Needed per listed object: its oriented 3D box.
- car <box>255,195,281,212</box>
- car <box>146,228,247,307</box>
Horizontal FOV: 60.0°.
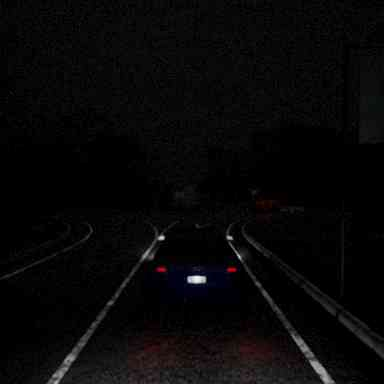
[{"bbox_3d":[8.353,1.151,36.427,2.097,1.767,4.553,1,1,26],"label":"car"},{"bbox_3d":[0.089,1.557,8.053,1.994,1.385,4.181,0,0,0],"label":"car"}]
